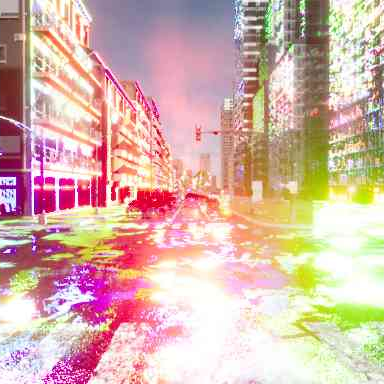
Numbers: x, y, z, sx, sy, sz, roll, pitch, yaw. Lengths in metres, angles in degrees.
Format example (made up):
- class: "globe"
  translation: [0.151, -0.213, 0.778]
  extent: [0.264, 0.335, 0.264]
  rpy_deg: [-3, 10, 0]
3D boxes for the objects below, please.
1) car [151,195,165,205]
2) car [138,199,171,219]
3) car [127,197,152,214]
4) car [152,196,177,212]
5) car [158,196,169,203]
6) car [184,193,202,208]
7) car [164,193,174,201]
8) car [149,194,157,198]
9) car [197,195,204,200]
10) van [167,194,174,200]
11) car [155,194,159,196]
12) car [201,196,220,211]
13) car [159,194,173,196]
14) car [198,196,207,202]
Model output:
- class: "car"
  translation: [-5.878, 1.439, 57.979]
  extent: [1.967, 1.590, 4.097]
  rpy_deg: [-1, 0, 0]
- class: "car"
  translation: [-3.187, 1.560, 29.170]
  extent: [1.994, 1.385, 4.181]
  rpy_deg: [0, 0, 0]
- class: "car"
  translation: [-5.807, 1.540, 35.384]
  extent: [1.887, 1.381, 4.507]
  rpy_deg: [-1, 0, 0]
- class: "car"
  translation: [-3.207, 1.559, 39.096]
  extent: [1.994, 1.385, 4.181]
  rpy_deg: [0, 0, 0]
- class: "car"
  translation: [-5.910, 1.583, 69.278]
  extent: [1.802, 1.307, 4.206]
  rpy_deg: [-1, 0, 0]
- class: "car"
  translation: [-0.046, 1.218, 48.861]
  extent: [2.150, 2.045, 5.566]
  rpy_deg: [0, 0, 0]
- class: "car"
  translation: [-5.966, 1.322, 86.224]
  extent: [2.192, 1.841, 5.009]
  rpy_deg: [-1, 0, 0]
- class: "car"
  translation: [-5.826, 1.436, 41.033]
  extent: [1.967, 1.590, 4.097]
  rpy_deg: [-1, 0, 0]
- class: "car"
  translation: [2.367, 1.534, 92.126]
  extent: [1.752, 1.417, 4.829]
  rpy_deg: [-1, 0, 0]
- class: "van"
  translation: [-5.982, 1.350, 91.872]
  extent: [1.690, 1.788, 3.998]
  rpy_deg: [-1, 0, 0]
- class: "car"
  translation: [-5.862, 1.312, 52.331]
  extent: [2.192, 1.841, 5.009]
  rpy_deg: [-1, 0, 0]
- class: "car"
  translation: [2.522, 1.540, 41.115]
  extent: [1.887, 1.381, 4.507]
  rpy_deg: [-1, 0, 0]
- class: "car"
  translation: [-3.237, 1.488, 49.218]
  extent: [2.128, 1.511, 4.902]
  rpy_deg: [0, 0, 0]
- class: "car"
  translation: [2.419, 1.548, 75.009]
  extent: [1.887, 1.381, 4.507]
  rpy_deg: [-1, 0, 0]
